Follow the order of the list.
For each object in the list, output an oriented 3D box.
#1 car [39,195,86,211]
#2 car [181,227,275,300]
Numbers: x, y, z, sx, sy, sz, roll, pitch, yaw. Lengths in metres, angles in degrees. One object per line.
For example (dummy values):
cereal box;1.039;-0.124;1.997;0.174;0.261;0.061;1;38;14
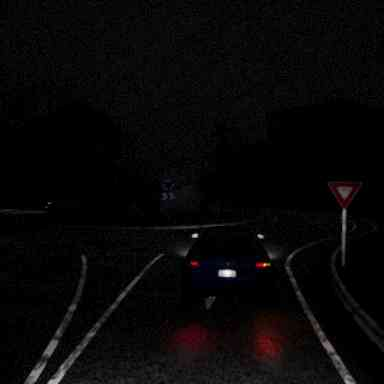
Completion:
car;-13.652;1.068;35.256;2.097;1.767;4.553;2;2;44
car;0.899;1.561;8.460;1.994;1.385;4.181;0;0;6
